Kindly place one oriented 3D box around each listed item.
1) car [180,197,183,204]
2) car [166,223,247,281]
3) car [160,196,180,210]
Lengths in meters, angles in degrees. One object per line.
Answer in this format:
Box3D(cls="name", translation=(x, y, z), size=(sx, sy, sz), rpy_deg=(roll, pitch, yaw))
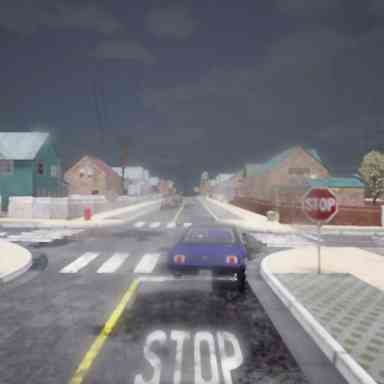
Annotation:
Box3D(cls="car", translation=(-2.748, 1.488, 61.931), size=(1.994, 1.385, 4.181), rpy_deg=(0, 0, 1))
Box3D(cls="car", translation=(0.663, 1.574, 9.845), size=(1.895, 1.301, 4.718), rpy_deg=(0, 0, 9))
Box3D(cls="car", translation=(-2.829, 1.483, 41.216), size=(1.994, 1.385, 4.181), rpy_deg=(0, 0, 0))
